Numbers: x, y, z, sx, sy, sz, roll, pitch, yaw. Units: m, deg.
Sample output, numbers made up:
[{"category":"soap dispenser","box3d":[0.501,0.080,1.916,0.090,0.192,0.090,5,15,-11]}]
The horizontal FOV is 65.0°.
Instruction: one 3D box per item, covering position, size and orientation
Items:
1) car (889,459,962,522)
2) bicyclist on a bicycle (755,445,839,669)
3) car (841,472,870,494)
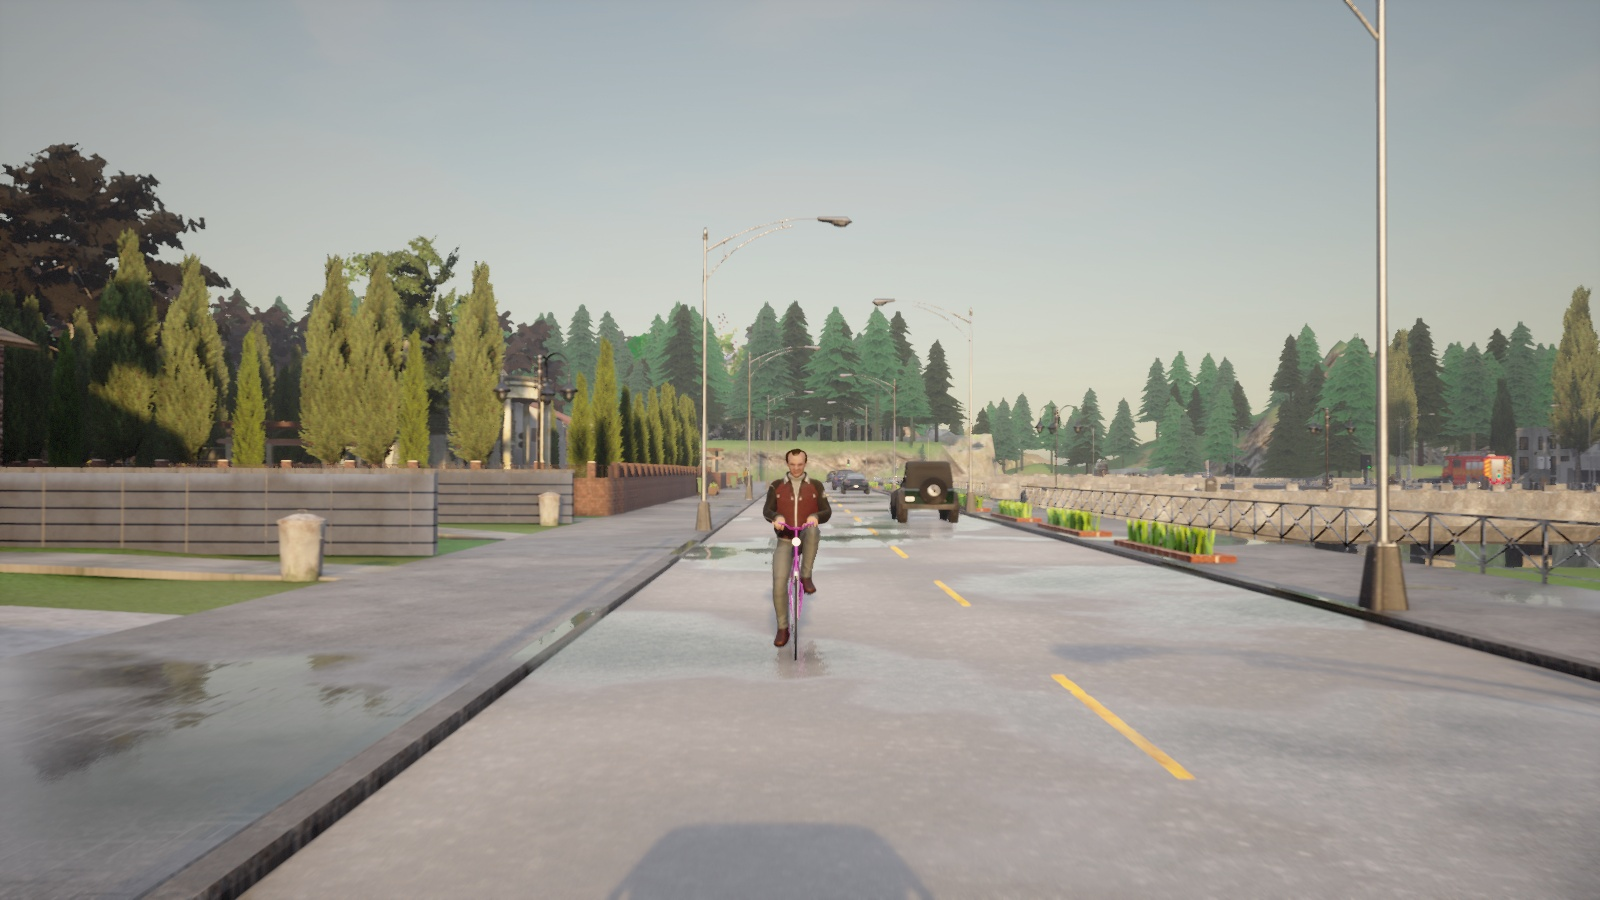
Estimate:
[{"category":"car","box3d":[3.906,1.258,39.593,1.905,1.878,3.866,0,-1,0]},{"category":"bicyclist on a bicycle","box3d":[-0.026,0.868,10.883,0.659,1.776,1.843,0,-1,0]},{"category":"car","box3d":[3.796,2.281,86.964,1.812,1.442,4.674,0,-1,0]}]
